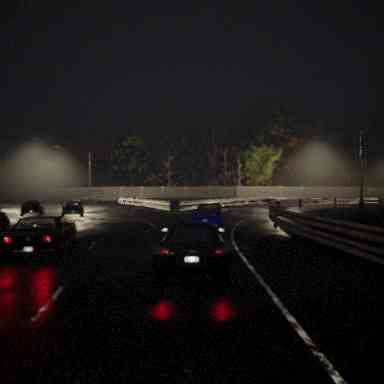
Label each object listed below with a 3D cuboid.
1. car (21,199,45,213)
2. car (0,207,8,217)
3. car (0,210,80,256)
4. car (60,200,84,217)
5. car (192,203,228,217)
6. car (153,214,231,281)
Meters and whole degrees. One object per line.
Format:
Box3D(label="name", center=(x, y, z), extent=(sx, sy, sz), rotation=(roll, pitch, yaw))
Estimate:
Box3D(label="car", center=(-15.413, 1.487, 32.266), extent=(1.837, 1.490, 4.892), rotation=(0, 0, -22))
Box3D(label="car", center=(-9.597, 1.216, 13.942), extent=(2.150, 2.045, 5.566), rotation=(0, 0, -12))
Box3D(label="car", center=(-5.826, 1.593, 13.134), extent=(1.895, 1.301, 4.718), rotation=(0, 0, -11))
Box3D(label="car", center=(-11.137, 1.474, 30.990), extent=(2.128, 1.511, 4.902), rotation=(0, 0, -21))
Box3D(label="car", center=(1.228, 1.464, 21.274), extent=(1.882, 1.535, 5.008), rotation=(0, 0, 10))
Box3D(label="car", center=(0.034, 1.558, 9.861), extent=(1.994, 1.385, 4.181), rotation=(0, 0, 1))
